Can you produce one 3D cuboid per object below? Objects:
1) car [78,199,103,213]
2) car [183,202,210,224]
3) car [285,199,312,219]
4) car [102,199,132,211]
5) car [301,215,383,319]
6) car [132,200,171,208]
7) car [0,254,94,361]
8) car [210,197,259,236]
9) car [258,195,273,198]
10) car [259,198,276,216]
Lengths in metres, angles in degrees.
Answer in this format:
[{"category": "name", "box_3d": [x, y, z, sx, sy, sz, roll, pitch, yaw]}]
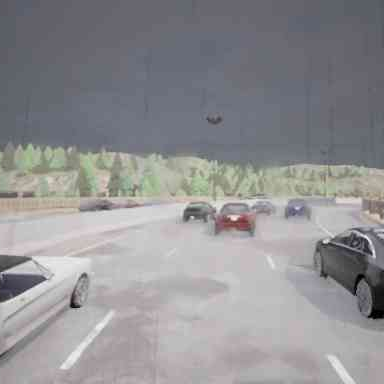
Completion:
[{"category": "car", "box_3d": [-10.446, 1.552, 36.616, 1.837, 1.490, 4.892, 0, -1, 21]}, {"category": "car", "box_3d": [0.701, 1.531, 25.569, 1.837, 1.490, 4.892, 0, 0, 16]}, {"category": "car", "box_3d": [9.426, 1.398, 29.363, 2.097, 1.767, 4.553, 0, 0, 21]}, {"category": "car", "box_3d": [-7.161, 1.572, 35.476, 1.812, 1.442, 4.674, 0, 0, 21]}, {"category": "car", "box_3d": [4.118, 1.508, 7.279, 2.128, 1.511, 4.902, 0, 0, 5]}, {"category": "car", "box_3d": [-3.800, 1.525, 34.485, 1.882, 1.535, 5.008, 0, 0, 21]}, {"category": "car", "box_3d": [-3.112, 1.591, 4.978, 1.895, 1.301, 4.718, 0, 0, 4]}, {"category": "car", "box_3d": [2.565, 1.369, 18.865, 2.097, 1.767, 4.553, 0, 0, 12]}, {"category": "car", "box_3d": [15.270, 1.366, 70.561, 1.882, 1.535, 5.008, 0, -1, 44]}, {"category": "car", "box_3d": [7.206, 1.603, 33.319, 2.033, 1.411, 5.357, 0, 0, 23]}]
